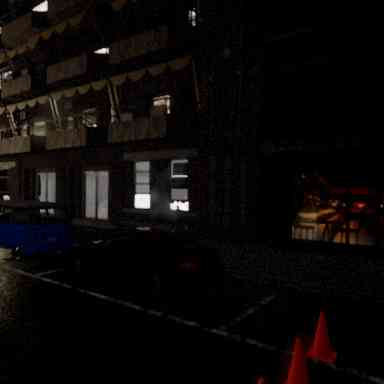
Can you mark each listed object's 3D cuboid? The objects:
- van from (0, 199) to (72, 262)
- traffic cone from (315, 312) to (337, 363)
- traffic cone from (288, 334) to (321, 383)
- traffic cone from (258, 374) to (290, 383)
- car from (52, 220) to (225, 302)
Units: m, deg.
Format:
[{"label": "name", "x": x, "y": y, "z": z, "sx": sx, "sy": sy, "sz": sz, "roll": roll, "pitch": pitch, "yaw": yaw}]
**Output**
[{"label": "van", "x": -5.718, "y": 1.177, "z": 11.118, "sx": 3.998, "sy": 1.788, "sz": 1.690, "roll": 1, "pitch": 1, "yaw": 36}, {"label": "traffic cone", "x": 1.776, "y": 1.939, "z": 4.551, "sx": 0.340, "sy": 0.580, "sz": 0.340, "roll": 1, "pitch": 1, "yaw": 36}, {"label": "traffic cone", "x": 1.193, "y": 1.939, "z": 3.739, "sx": 0.340, "sy": 0.580, "sz": 0.340, "roll": 1, "pitch": 1, "yaw": 36}, {"label": "traffic cone", "x": 0.610, "y": 1.939, "z": 2.926, "sx": 0.340, "sy": 0.580, "sz": 0.340, "roll": 1, "pitch": 1, "yaw": 36}, {"label": "car", "x": -1.228, "y": 1.500, "z": 7.895, "sx": 4.206, "sy": 1.307, "sz": 1.802, "roll": 1, "pitch": 1, "yaw": 36}]
